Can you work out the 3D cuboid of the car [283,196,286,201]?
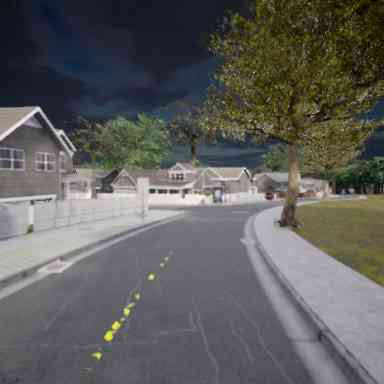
[{"bbox_3d":[22.275,1.248,75.623,1.882,1.535,5.008,2,2,36],"label":"car"}]
